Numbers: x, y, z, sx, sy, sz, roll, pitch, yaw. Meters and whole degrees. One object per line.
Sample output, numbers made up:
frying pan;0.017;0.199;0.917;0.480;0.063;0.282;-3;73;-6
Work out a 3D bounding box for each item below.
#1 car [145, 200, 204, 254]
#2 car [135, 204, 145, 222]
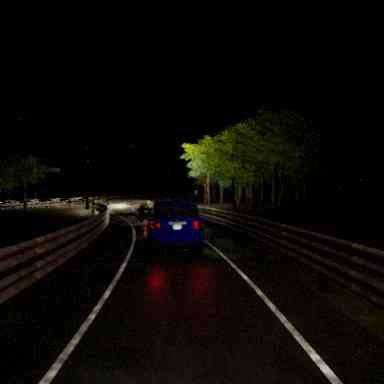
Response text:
car;-0.849;1.376;14.503;2.150;2.045;5.566;0;-1;-7
car;-3.966;1.840;29.924;2.128;1.511;4.902;0;-1;-16
